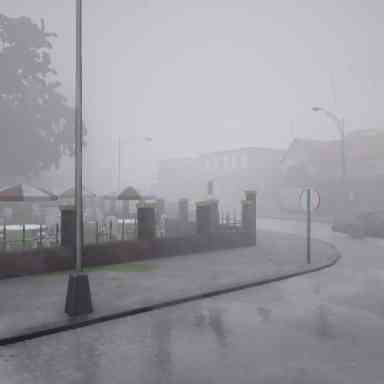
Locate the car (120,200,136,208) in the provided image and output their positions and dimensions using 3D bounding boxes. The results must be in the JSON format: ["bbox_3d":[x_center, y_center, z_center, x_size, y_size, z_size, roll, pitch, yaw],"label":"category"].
[{"bbox_3d":[-10.009,1.478,48.739,1.882,1.535,5.008,0,0,-35],"label":"car"}]

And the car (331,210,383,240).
[{"bbox_3d":[9.211,1.548,15.067,2.033,1.411,5.357,0,0,-40],"label":"car"}]

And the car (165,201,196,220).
[{"bbox_3d":[-0.458,1.505,28.171,1.837,1.490,4.892,0,0,-36],"label":"car"}]

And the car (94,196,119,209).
[{"bbox_3d":[-11.864,1.351,44.177,2.097,1.767,4.553,0,0,-35],"label":"car"}]
